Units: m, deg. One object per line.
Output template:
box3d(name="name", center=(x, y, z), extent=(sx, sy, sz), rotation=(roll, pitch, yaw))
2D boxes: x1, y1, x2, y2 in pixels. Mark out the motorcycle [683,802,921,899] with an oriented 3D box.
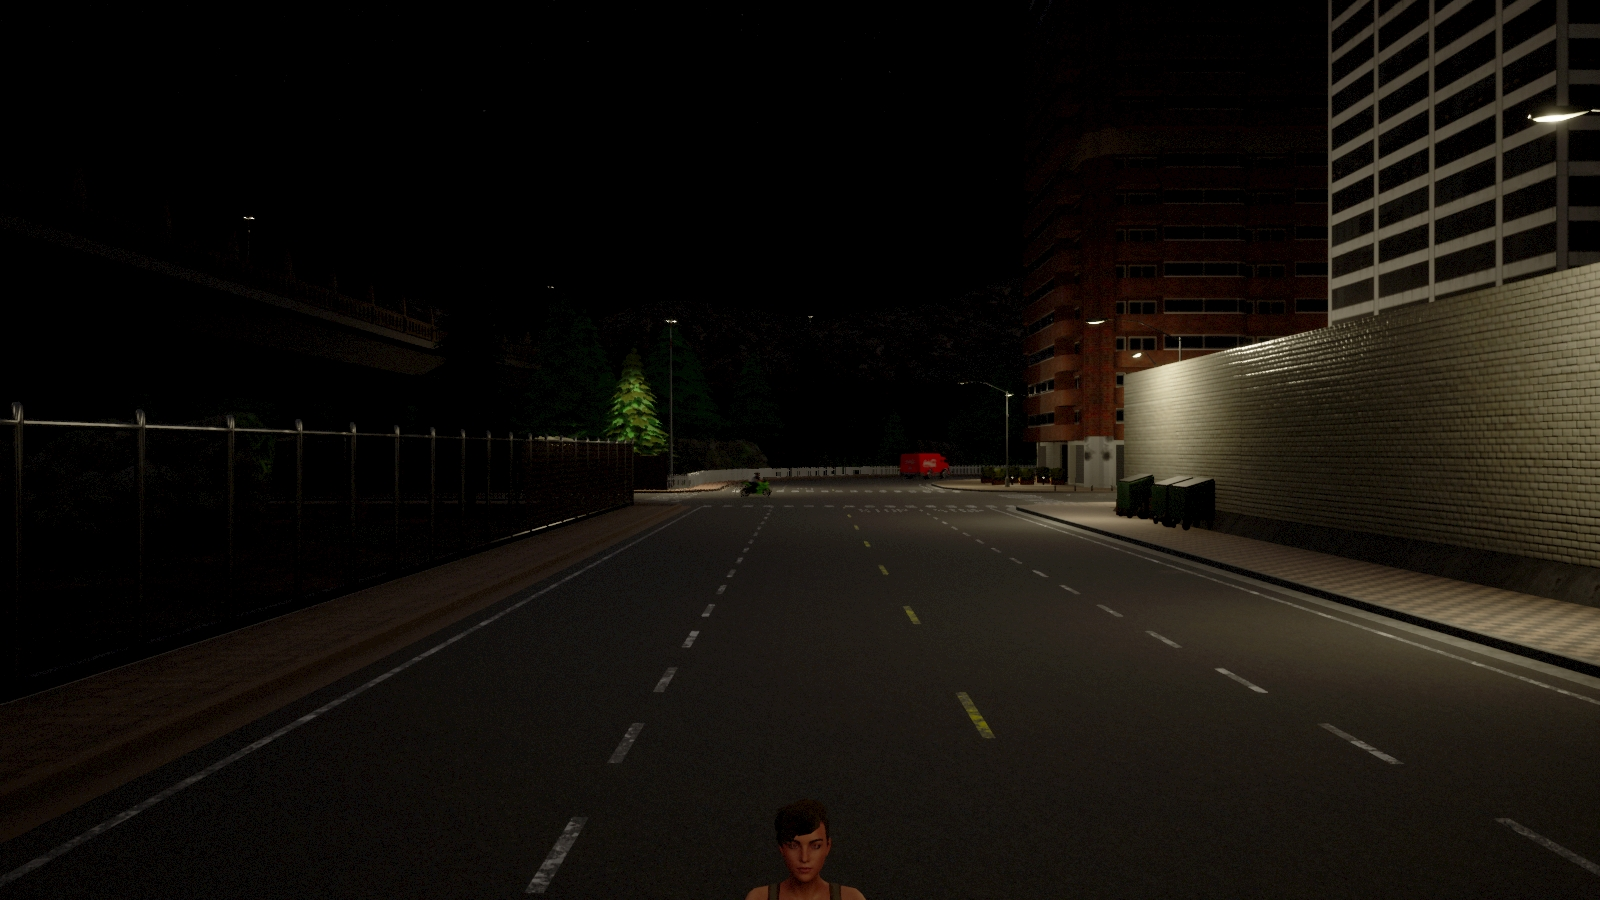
box3d(name="motorcycle", center=(0.006, 2.099, 3.507), extent=(0.764, 1.307, 2.356), rotation=(0, 0, 0))
